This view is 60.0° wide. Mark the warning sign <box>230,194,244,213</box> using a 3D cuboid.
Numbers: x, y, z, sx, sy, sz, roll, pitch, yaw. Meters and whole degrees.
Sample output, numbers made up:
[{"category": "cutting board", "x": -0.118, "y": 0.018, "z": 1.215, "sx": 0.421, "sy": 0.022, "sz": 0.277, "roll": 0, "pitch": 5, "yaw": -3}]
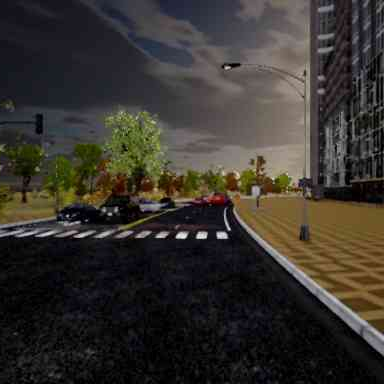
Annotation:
[{"category": "warning sign", "x": 4.481, "y": 1.104, "z": 33.235, "sx": 1.300, "sy": 1.860, "sz": 1.060, "roll": 0, "pitch": 0, "yaw": 5}]

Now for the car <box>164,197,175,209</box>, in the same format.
[{"category": "car", "x": -3.490, "y": 1.501, "z": 46.249, "sx": 1.812, "sy": 1.442, "sz": 4.674, "roll": 0, "pitch": 0, "yaw": 8}]

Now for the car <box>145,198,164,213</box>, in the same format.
[{"category": "car", "x": -4.691, "y": 1.578, "z": 35.988, "sx": 1.895, "sy": 1.301, "sz": 4.718, "roll": 0, "pitch": 0, "yaw": 6}]

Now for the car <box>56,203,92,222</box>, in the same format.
[{"category": "car", "x": -8.821, "y": 1.541, "z": 25.917, "sx": 1.994, "sy": 1.385, "sz": 4.181, "roll": 0, "pitch": 0, "yaw": 4}]

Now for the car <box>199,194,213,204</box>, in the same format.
[{"category": "car", "x": 2.835, "y": 1.330, "z": 65.509, "sx": 2.097, "sy": 1.767, "sz": 4.553, "roll": 0, "pitch": 0, "yaw": 11}]

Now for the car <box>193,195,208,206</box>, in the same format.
[{"category": "car", "x": 1.325, "y": 1.542, "z": 56.116, "sx": 1.994, "sy": 1.385, "sz": 4.181, "roll": 0, "pitch": 0, "yaw": 9}]

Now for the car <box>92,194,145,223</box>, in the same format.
[{"category": "car", "x": -5.558, "y": 1.202, "z": 26.108, "sx": 2.150, "sy": 2.045, "sz": 5.566, "roll": 0, "pitch": 0, "yaw": 4}]

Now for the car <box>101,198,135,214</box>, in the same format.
[{"category": "car", "x": -7.933, "y": 1.464, "z": 36.204, "sx": 2.128, "sy": 1.511, "sz": 4.902, "roll": 0, "pitch": 0, "yaw": 6}]

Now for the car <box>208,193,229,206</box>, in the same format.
[{"category": "car", "x": 4.493, "y": 1.205, "z": 55.146, "sx": 2.150, "sy": 2.045, "sz": 5.566, "roll": 0, "pitch": 0, "yaw": 9}]
